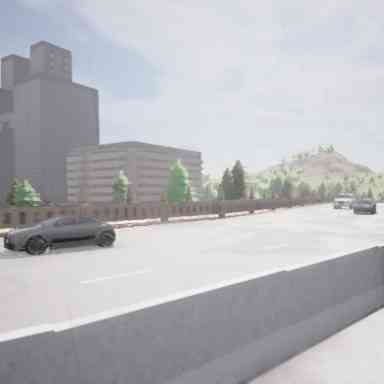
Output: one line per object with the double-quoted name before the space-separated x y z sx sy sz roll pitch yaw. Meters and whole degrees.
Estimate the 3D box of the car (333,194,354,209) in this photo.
"car" 20.351 1.242 44.271 2.150 2.045 5.566 -1 0 34

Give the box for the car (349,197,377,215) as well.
"car" 17.827 1.506 34.178 1.837 1.490 4.892 -1 0 34

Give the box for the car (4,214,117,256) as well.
"car" -5.198 1.613 13.458 4.181 1.385 1.994 0 0 -39
